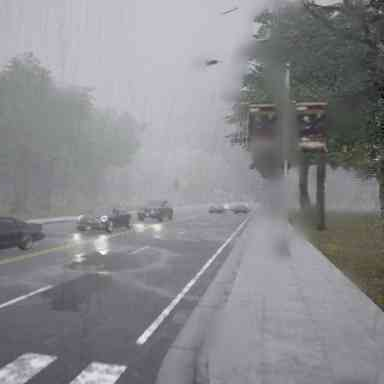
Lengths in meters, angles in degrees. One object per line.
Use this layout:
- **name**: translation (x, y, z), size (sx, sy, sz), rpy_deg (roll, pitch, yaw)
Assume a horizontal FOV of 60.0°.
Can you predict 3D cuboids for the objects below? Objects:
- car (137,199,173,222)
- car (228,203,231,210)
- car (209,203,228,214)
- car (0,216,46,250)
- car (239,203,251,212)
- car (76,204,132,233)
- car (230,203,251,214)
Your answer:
- **car**: translation (-3.397, 1.701, 32.106), size (2.150, 2.045, 5.566), rpy_deg (1, -1, 12)
- **car**: translation (6.588, 2.781, 62.125), size (1.812, 1.442, 4.674), rpy_deg (1, -1, 12)
- **car**: translation (3.735, 2.553, 48.893), size (1.895, 1.301, 4.718), rpy_deg (1, -1, 12)
- **car**: translation (-7.705, 1.576, 12.167), size (2.033, 1.411, 5.357), rpy_deg (1, -1, 12)
- **car**: translation (9.971, 2.871, 62.372), size (1.812, 1.442, 4.674), rpy_deg (1, -1, 13)
- **car**: translation (-5.617, 1.598, 21.823), size (2.097, 1.767, 4.553), rpy_deg (1, -1, 12)
- **car**: translation (7.615, 2.642, 51.466), size (2.033, 1.411, 5.357), rpy_deg (1, -1, 12)
